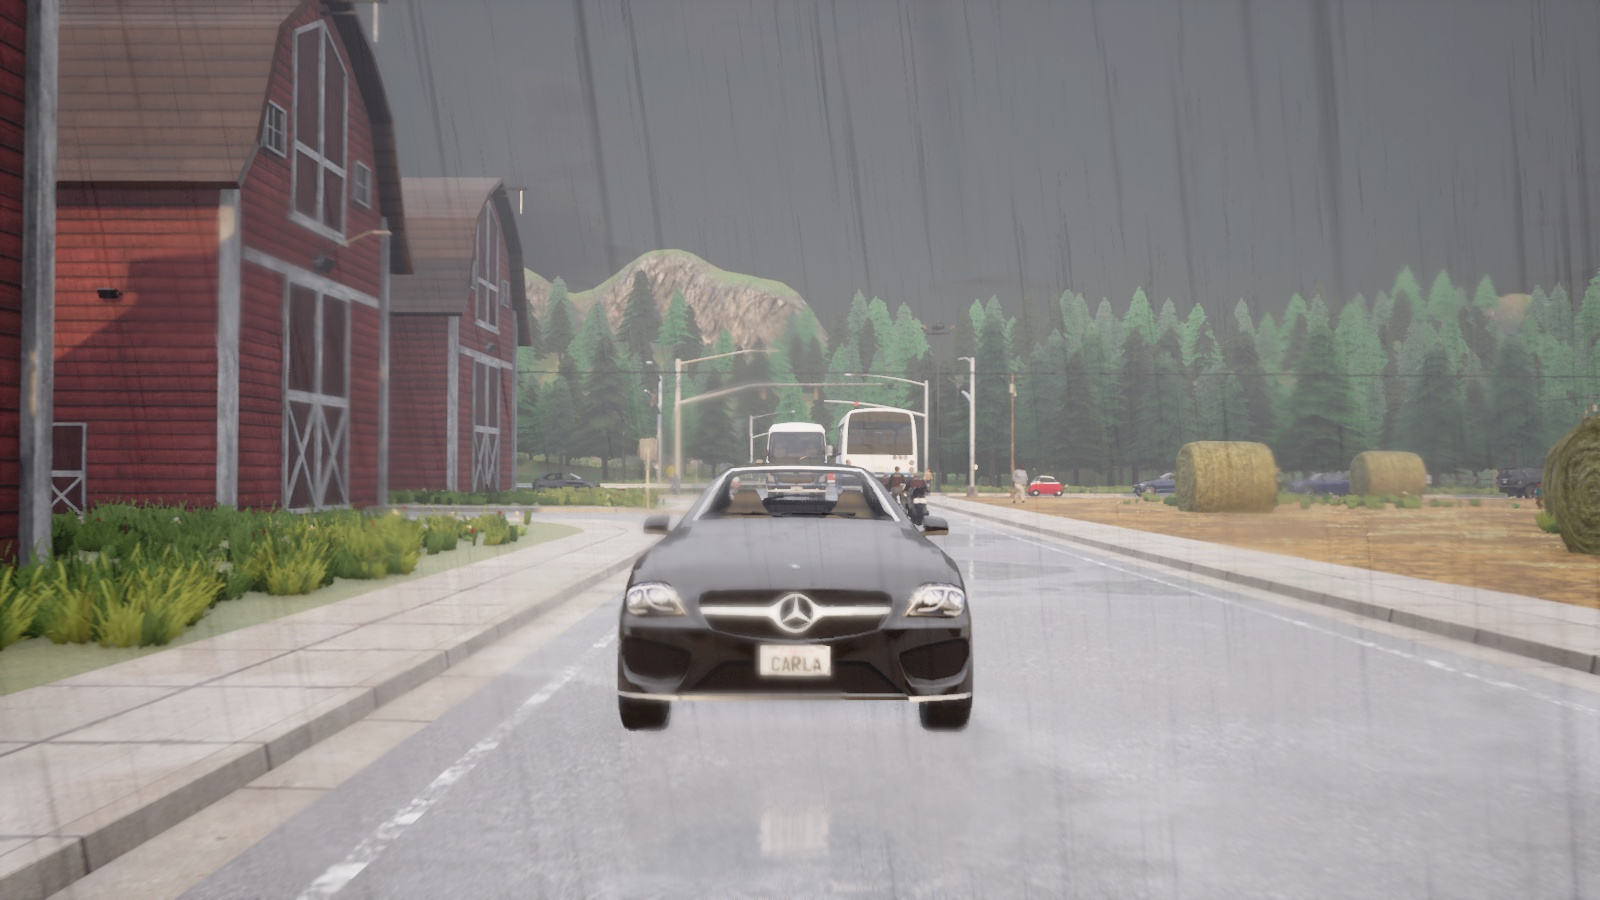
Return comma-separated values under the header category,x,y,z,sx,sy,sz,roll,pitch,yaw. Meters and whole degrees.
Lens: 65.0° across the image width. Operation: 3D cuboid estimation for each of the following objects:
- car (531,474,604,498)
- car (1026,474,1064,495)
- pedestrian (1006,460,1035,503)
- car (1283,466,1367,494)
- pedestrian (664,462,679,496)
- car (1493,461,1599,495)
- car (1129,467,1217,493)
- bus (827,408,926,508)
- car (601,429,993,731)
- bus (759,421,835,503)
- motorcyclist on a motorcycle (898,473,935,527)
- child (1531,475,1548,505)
category,x,y,z,sx,sy,sz,roll,pitch,yaw
car,-14.523,2.257,78.525,4.193,1.474,1.816,0,-1,1
car,15.885,2.228,81.550,2.207,1.376,1.481,0,-1,1
pedestrian,9.726,1.381,55.510,0.874,1.855,0.900,0,-1,-33
car,33.918,1.955,81.271,4.553,1.767,2.097,0,-1,1
pedestrian,-7.014,1.559,68.548,0.706,1.836,0.354,1,-1,-40
car,46.192,1.703,77.584,5.566,2.045,2.150,0,-1,1
car,24.159,1.917,81.425,5.027,1.651,2.152,0,-1,1
bus,3.353,0.420,58.354,3.944,4.253,10.273,0,-1,0
car,-0.024,0.755,9.430,2.152,1.651,5.027,0,-1,0
bus,-0.177,0.645,70.527,3.944,4.253,10.273,0,0,0
motorcyclist on a motorcycle,3.413,1.449,36.883,0.866,1.530,2.191,0,-1,0
child,29.051,1.575,49.358,0.448,1.192,0.343,0,-1,-12
